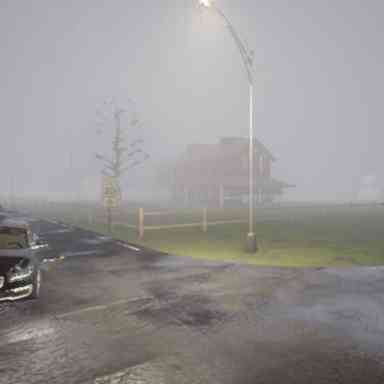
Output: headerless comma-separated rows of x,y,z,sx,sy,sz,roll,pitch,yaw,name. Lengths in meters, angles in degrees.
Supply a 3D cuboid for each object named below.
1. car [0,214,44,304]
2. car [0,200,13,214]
-4.643,1.484,7.945,1.837,1.490,4.892,1,0,-24,car
-11.241,1.430,18.452,2.128,1.511,4.902,0,0,-35,car
